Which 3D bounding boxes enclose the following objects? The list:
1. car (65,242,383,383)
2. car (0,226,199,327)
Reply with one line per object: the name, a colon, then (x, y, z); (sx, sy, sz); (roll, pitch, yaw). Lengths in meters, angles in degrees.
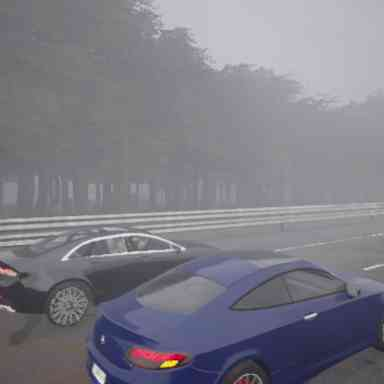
car: (0.998, 1.518, 4.458); (4.674, 1.442, 1.812); (0, 0, -35)
car: (-1.418, 1.485, 7.035); (4.902, 1.511, 2.128); (0, 0, -35)
